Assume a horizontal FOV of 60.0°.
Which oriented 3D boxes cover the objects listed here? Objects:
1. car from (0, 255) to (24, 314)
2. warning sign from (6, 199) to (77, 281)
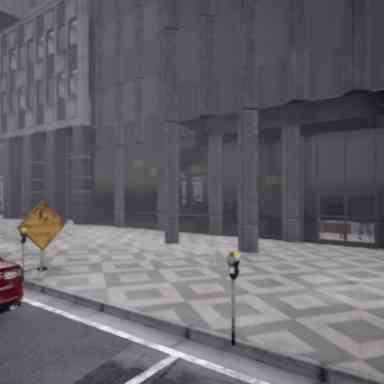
[{"bbox_3d":[-5.063,1.567,6.461,4.507,1.381,1.887,0,0,36],"label":"car"},{"bbox_3d":[-3.843,1.139,8.539,1.060,1.860,1.300,0,0,36],"label":"warning sign"}]
